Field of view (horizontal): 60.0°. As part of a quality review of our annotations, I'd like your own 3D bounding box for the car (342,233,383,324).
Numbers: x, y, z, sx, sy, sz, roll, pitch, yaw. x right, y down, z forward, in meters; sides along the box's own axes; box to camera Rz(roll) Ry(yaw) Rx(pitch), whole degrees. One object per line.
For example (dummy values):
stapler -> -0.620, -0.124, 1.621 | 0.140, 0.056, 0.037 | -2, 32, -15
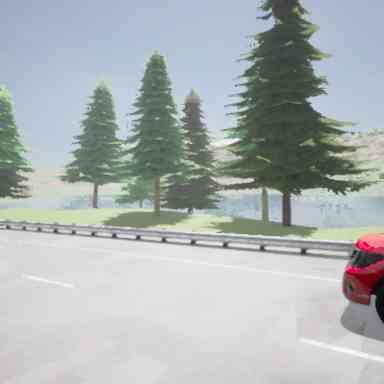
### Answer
car -> 5.145, 1.070, 4.575 | 5.566, 2.045, 2.150 | 0, 1, 36
